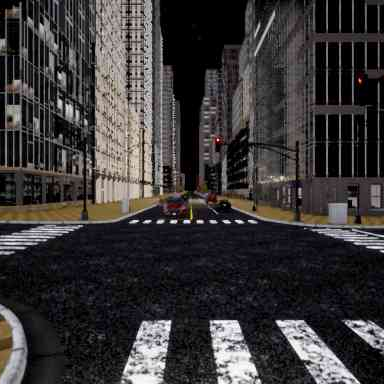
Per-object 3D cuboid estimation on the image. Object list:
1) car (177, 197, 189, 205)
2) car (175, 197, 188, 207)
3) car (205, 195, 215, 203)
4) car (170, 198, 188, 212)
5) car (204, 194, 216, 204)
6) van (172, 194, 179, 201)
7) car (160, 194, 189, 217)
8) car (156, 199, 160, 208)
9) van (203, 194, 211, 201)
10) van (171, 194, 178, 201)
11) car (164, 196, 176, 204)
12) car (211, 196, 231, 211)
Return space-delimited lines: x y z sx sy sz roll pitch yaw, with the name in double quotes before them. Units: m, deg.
"car" -1.629 1.564 61.021 1.994 1.385 4.181 0 0 0
"car" -1.617 1.534 51.017 1.812 1.442 4.674 0 0 0
"car" 3.700 1.432 69.452 1.967 1.590 4.097 0 0 0
"car" -1.568 1.561 41.337 2.033 1.411 5.357 0 0 0
"car" 3.728 1.313 63.924 2.192 1.841 5.009 0 0 0
"van" -4.265 1.315 85.994 1.690 1.788 3.998 0 0 0
"car" -1.550 1.369 31.781 2.097 1.767 4.553 0 0 1
"car" -4.068 1.592 47.301 1.802 1.307 4.206 0 0 0
"van" 3.643 1.321 80.507 1.690 1.788 3.998 0 0 0
"van" -4.237 1.321 80.467 1.690 1.788 3.998 0 0 0
"car" -4.152 1.564 63.884 1.947 1.339 4.313 0 0 0
"car" 3.890 1.579 41.815 1.947 1.339 4.313 0 0 0
